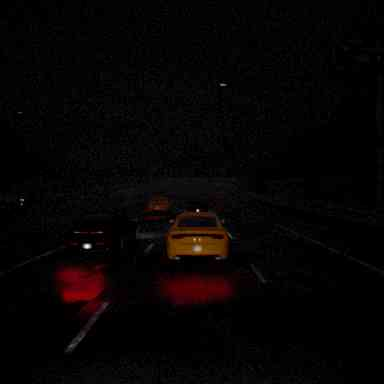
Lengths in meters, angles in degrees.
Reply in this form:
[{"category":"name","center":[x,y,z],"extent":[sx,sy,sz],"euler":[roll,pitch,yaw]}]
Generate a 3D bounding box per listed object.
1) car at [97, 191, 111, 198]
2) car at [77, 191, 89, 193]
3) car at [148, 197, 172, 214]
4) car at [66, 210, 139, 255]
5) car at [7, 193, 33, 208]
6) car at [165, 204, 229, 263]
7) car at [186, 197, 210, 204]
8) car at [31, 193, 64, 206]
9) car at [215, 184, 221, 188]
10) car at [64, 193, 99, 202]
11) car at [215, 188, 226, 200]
[{"category":"car","center":[-15.944,0.609,59.275],"extent":[1.837,1.490,4.892],"euler":[0,1,3]},{"category":"car","center":[-19.472,0.628,58.813],"extent":[1.837,1.490,4.892],"euler":[0,1,3]},{"category":"car","center":[-2.929,1.200,31.291],"extent":[1.882,1.535,5.008],"euler":[0,1,2]},{"category":"car","center":[-3.298,1.447,12.968],"extent":[1.837,1.490,4.892],"euler":[0,0,1]},{"category":"car","center":[-20.333,0.936,40.366],"extent":[2.097,1.767,4.553],"euler":[0,1,2]},{"category":"car","center":[0.188,1.429,11.830],"extent":[1.882,1.535,5.008],"euler":[0,0,1]},{"category":"car","center":[0.537,1.246,29.934],"extent":[1.837,1.490,4.892],"euler":[0,1,1]},{"category":"car","center":[-16.843,1.133,40.280],"extent":[2.033,1.411,5.357],"euler":[0,1,2]},{"category":"car","center":[7.328,-0.776,93.464],"extent":[2.033,1.411,5.357],"euler":[0,3,4]},{"category":"car","center":[-13.335,1.182,40.486],"extent":[1.895,1.301,4.718],"euler":[0,1,2]},{"category":"car","center":[5.079,0.557,59.047],"extent":[1.882,1.535,5.008],"euler":[0,2,3]}]
